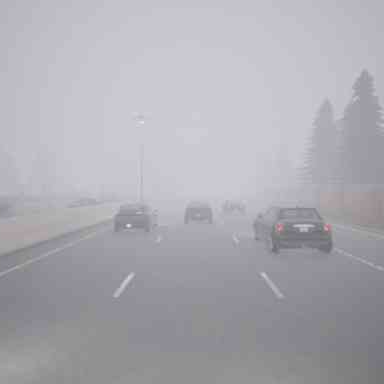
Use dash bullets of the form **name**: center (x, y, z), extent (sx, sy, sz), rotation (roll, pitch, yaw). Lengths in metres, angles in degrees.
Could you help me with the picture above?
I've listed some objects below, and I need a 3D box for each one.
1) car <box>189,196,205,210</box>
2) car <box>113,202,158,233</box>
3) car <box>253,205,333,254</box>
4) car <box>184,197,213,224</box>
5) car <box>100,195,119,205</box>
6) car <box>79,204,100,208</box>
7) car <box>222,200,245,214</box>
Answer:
- **car**: center (0.616, 1.305, 40.891), extent (1.812, 1.442, 4.674), rotation (0, 1, 0)
- **car**: center (-3.114, 1.401, 18.974), extent (1.837, 1.490, 4.892), rotation (0, 0, 1)
- **car**: center (3.811, 1.280, 13.355), extent (2.097, 1.767, 4.553), rotation (0, 0, 1)
- **car**: center (0.452, 1.348, 23.914), extent (1.882, 1.535, 5.008), rotation (0, 0, 1)
- **car**: center (-13.313, 1.231, 54.087), extent (1.812, 1.442, 4.674), rotation (0, 0, 2)
- **car**: center (-10.152, 1.306, 31.391), extent (1.882, 1.535, 5.008), rotation (0, 0, 1)
- **car**: center (4.072, 1.421, 33.402), extent (1.895, 1.301, 4.718), rotation (0, 0, 1)
